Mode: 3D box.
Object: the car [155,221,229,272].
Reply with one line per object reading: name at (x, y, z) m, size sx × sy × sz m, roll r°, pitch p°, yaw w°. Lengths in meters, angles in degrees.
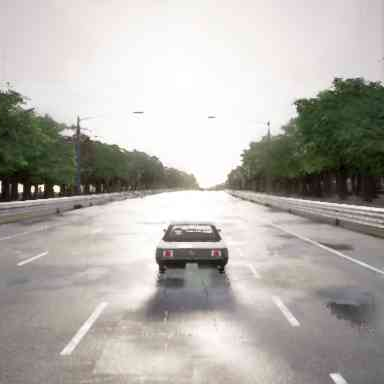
car at (-0.002, 1.564, 10.570) m, size 1.895 × 1.301 × 4.718 m, roll 0°, pitch 0°, yaw 0°
